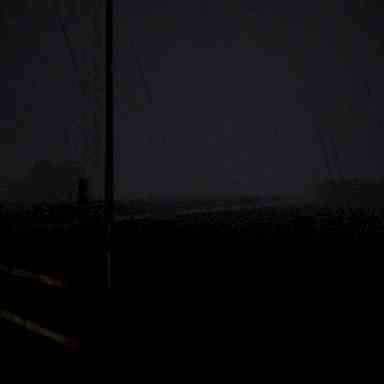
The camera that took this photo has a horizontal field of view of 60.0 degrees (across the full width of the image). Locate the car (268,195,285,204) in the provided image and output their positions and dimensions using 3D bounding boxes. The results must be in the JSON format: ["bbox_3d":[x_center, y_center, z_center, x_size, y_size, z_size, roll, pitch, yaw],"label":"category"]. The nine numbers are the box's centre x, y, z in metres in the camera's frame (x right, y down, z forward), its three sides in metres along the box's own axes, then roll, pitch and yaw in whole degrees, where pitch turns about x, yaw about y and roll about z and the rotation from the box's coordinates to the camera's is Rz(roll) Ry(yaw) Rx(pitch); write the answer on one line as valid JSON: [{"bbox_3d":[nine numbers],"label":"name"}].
[{"bbox_3d":[14.510,1.251,56.890,1.812,1.442,4.674,-1,0,35],"label":"car"}]

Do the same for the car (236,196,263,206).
[{"bbox_3d":[8.719,1.303,48.375,1.812,1.442,4.674,-1,0,35],"label":"car"}]

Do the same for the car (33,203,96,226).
[{"bbox_3d":[-8.734,1.478,23.076,1.994,1.385,4.181,-1,0,35],"label":"car"}]
